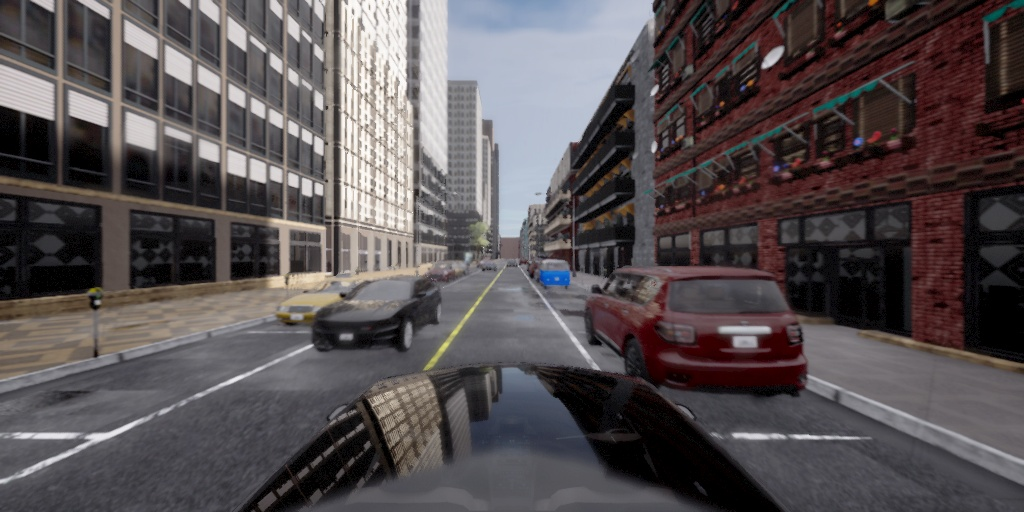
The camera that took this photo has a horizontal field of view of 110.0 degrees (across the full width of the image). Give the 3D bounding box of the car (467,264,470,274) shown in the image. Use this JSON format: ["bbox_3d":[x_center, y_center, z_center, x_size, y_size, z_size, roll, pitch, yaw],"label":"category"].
[{"bbox_3d":[-5.690,1.412,39.822,2.007,1.370,4.403,0,0,0],"label":"car"}]

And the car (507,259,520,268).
[{"bbox_3d":[0.005,1.570,64.368,1.895,1.301,4.718,0,0,0],"label":"car"}]

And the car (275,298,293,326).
[{"bbox_3d":[-5.690,1.304,11.898,1.751,1.417,4.829,0,0,0],"label":"car"}]

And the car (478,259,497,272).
[{"bbox_3d":[-3.074,1.456,49.184,1.994,1.385,4.181,0,0,0],"label":"car"}]

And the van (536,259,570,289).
[{"bbox_3d":[2.690,1.151,23.170,1.690,1.789,3.998,0,0,0],"label":"van"}]

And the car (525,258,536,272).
[{"bbox_3d":[2.690,1.159,34.272,2.192,1.841,5.009,0,0,0],"label":"car"}]

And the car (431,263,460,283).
[{"bbox_3d":[-5.690,1.267,28.720,1.967,1.591,4.097,0,0,0],"label":"car"}]

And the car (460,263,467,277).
[{"bbox_3d":[-5.691,1.370,34.101,1.751,1.417,4.829,0,0,0],"label":"car"}]

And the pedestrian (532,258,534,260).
[{"bbox_3d":[3.000,1.197,52.556,0.375,1.860,0.375,0,0,-1],"label":"pedestrian"}]

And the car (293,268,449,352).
[{"bbox_3d":[-3.086,1.248,9.203,1.882,1.535,5.008,0,0,0],"label":"car"}]

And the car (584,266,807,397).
[{"bbox_3d":[2.690,1.078,6.518,2.192,1.841,5.009,0,0,0],"label":"car"}]

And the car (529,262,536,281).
[{"bbox_3d":[2.690,1.378,28.721,2.007,1.370,4.403,0,0,0],"label":"car"}]

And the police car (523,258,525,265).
[{"bbox_3d":[3.000,1.318,49.549,1.930,1.638,5.238,0,0,0],"label":"police car"}]
